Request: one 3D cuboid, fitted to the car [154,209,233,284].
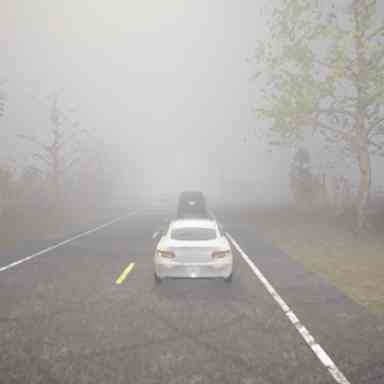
[{"bbox_3d":[0.044,1.417,9.127,1.812,1.442,4.674,0,1,0],"label":"car"}]

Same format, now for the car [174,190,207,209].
[{"bbox_3d":[0.008,0.912,26.320,2.150,2.045,5.566,0,1,0],"label":"car"}]

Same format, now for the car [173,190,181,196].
[{"bbox_3d":[-3.846,0.269,87.520,1.837,1.490,4.892,0,1,0],"label":"car"}]

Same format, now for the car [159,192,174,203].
[{"bbox_3d":[-3.962,0.891,50.331,1.837,1.490,4.892,0,1,-3],"label":"car"}]
